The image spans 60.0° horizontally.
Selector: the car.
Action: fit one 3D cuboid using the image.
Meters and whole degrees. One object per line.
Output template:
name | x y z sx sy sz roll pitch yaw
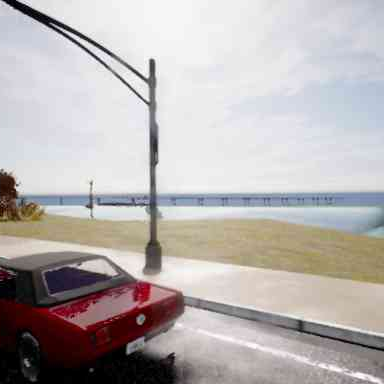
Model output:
car | -2.515 1.667 5.482 4.718 1.301 1.895 -1 -1 36
